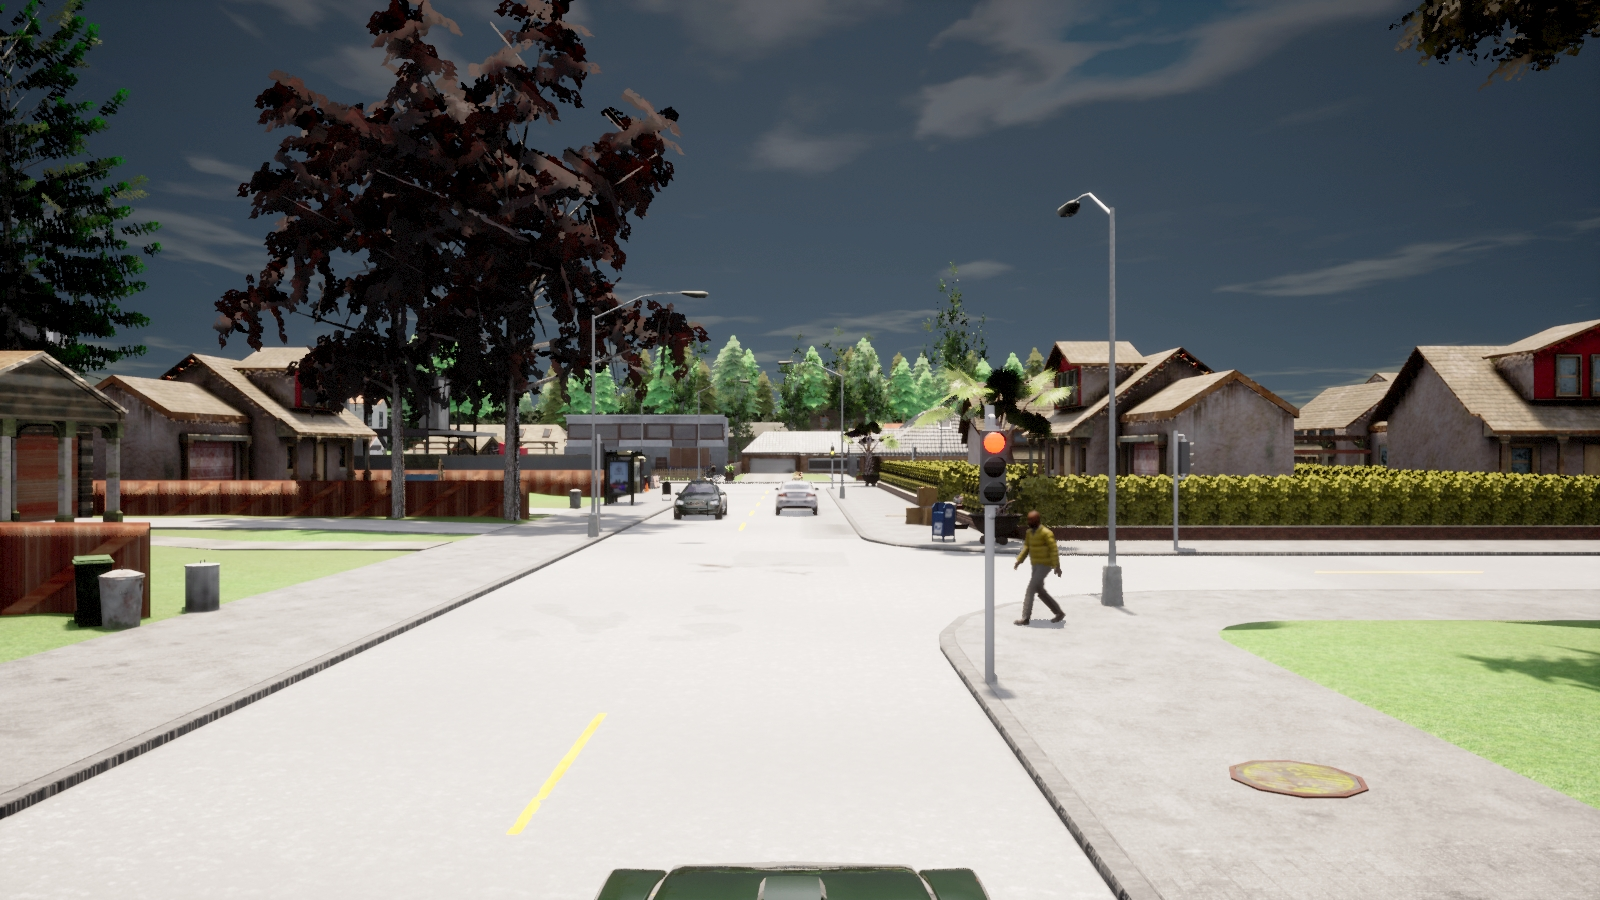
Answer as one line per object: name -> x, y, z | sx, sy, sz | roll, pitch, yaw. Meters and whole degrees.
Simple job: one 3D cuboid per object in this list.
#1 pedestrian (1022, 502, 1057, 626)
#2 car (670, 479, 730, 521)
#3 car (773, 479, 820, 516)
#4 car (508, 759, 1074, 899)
pedestrian -> 3.678, 1.743, 17.553 | 0.375, 1.860, 0.375 | 0, 0, -21
car -> -4.107, 2.038, 47.608 | 2.038, 1.542, 4.974 | 0, 0, 0
car -> -0.142, 2.082, 51.070 | 2.002, 1.442, 4.674 | 0, 0, 0
car -> -0.028, 2.155, 3.193 | 1.895, 1.301, 4.718 | 0, 0, 0
